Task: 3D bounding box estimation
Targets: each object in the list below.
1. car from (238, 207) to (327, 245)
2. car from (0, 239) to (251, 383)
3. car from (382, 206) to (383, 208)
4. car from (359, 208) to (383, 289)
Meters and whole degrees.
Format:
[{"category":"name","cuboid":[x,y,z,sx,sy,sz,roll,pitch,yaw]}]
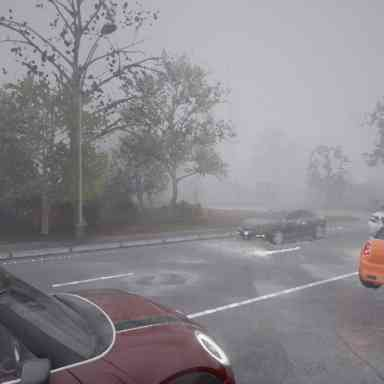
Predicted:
[{"category":"car","cuboid":[4.300,1.504,15.542,4.892,1.490,1.837,0,0,-35]},{"category":"car","cuboid":[-1.806,1.352,2.423,4.553,1.767,2.097,0,0,-36]},{"category":"car","cuboid":[10.629,1.220,15.670,5.566,2.045,2.150,0,0,-35]},{"category":"car","cuboid":[6.057,1.352,7.979,4.553,1.767,2.097,0,0,-35]}]
